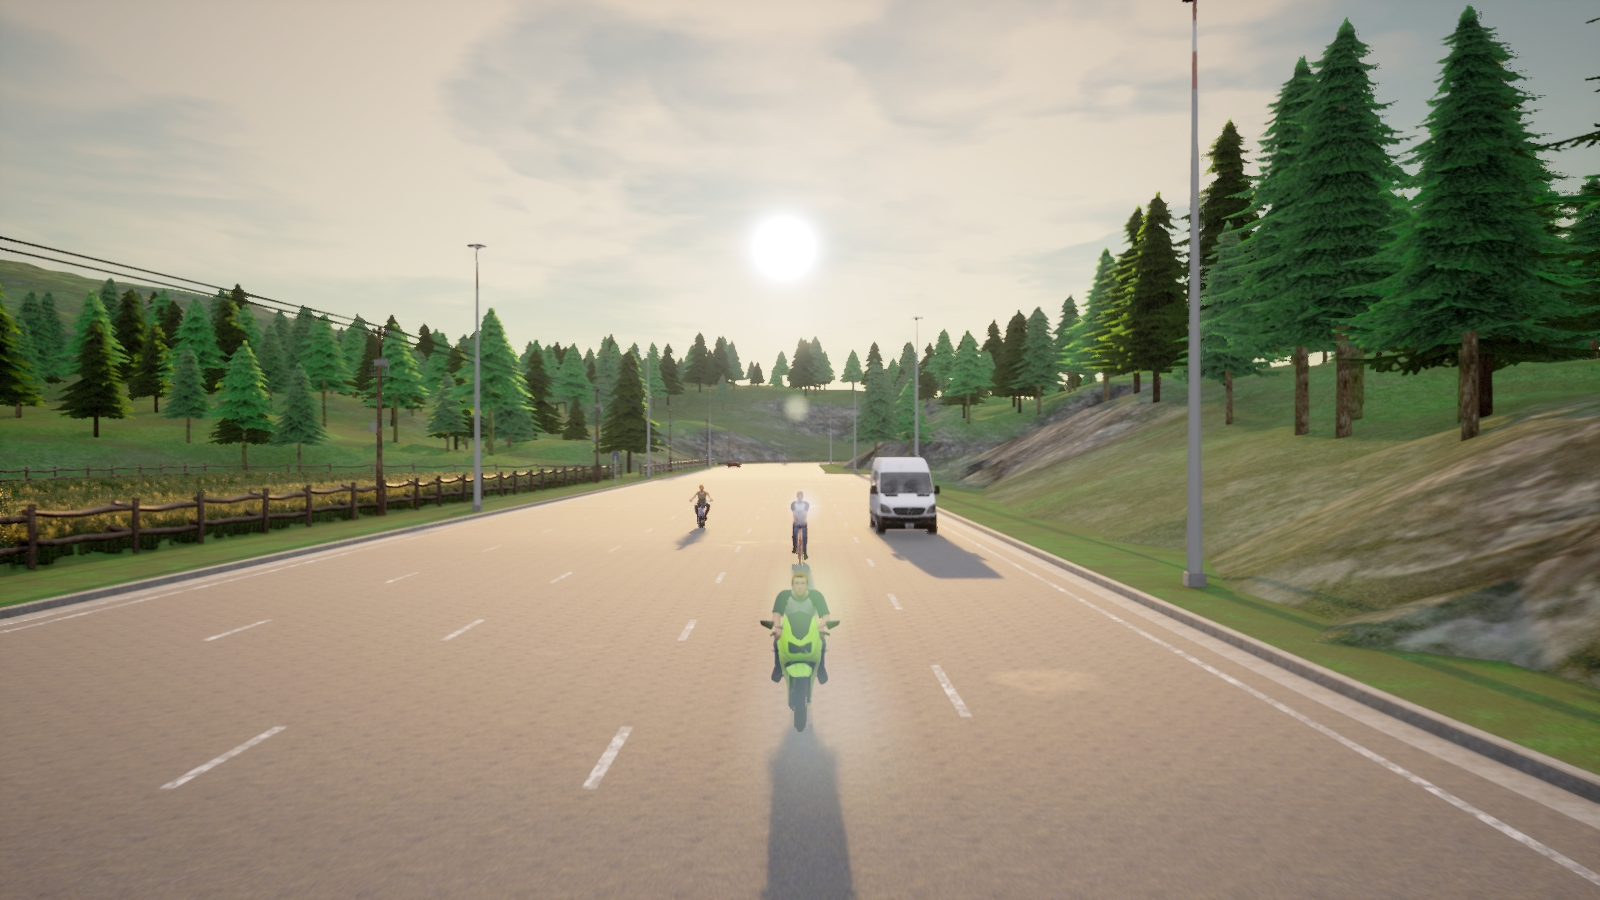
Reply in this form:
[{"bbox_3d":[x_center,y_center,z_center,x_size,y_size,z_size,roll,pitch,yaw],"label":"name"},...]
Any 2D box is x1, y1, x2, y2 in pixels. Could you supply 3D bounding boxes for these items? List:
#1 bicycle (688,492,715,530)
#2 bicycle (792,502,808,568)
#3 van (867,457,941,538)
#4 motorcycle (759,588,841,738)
[{"bbox_3d":[-3.495,2.156,40.625,0.859,1.277,1.487,0,0,0],"label":"bicycle"},{"bbox_3d":[0.002,2.054,27.780,0.373,1.496,1.643,0,0,0],"label":"bicycle"},{"bbox_3d":[3.499,1.533,39.480,1.988,2.561,5.915,0,0,0],"label":"van"},{"bbox_3d":[0.000,2.185,12.083,0.803,1.199,2.033,0,0,0],"label":"motorcycle"}]
